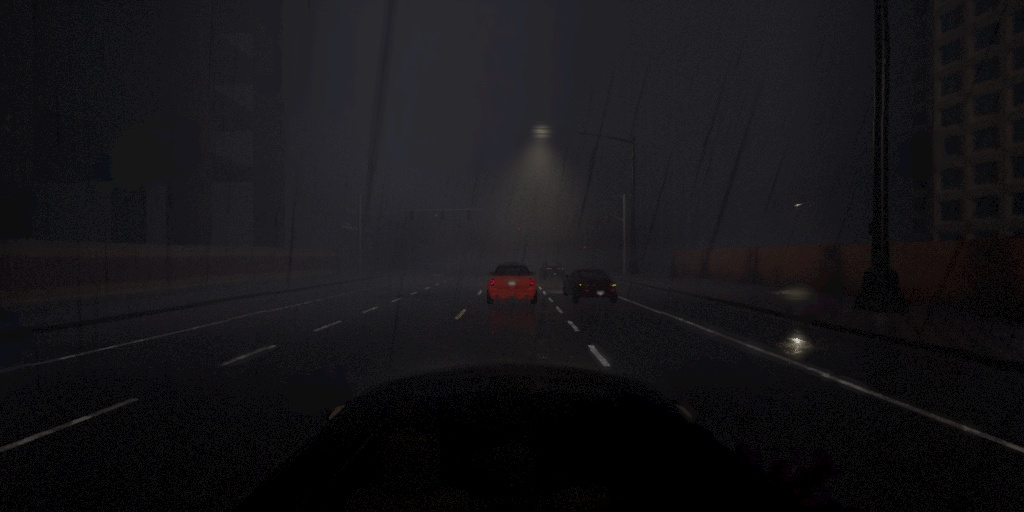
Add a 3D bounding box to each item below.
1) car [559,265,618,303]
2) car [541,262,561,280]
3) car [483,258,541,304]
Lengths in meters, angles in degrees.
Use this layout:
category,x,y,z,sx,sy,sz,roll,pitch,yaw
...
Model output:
category,x,y,z,sx,sy,sz,roll,pitch,yaw
car,3.500,1.282,16.500,1.812,1.442,4.674,0,0,0
car,3.462,1.244,31.565,2.128,1.511,4.902,0,0,-1
car,0.000,1.115,16.470,2.097,1.767,4.553,0,0,0
